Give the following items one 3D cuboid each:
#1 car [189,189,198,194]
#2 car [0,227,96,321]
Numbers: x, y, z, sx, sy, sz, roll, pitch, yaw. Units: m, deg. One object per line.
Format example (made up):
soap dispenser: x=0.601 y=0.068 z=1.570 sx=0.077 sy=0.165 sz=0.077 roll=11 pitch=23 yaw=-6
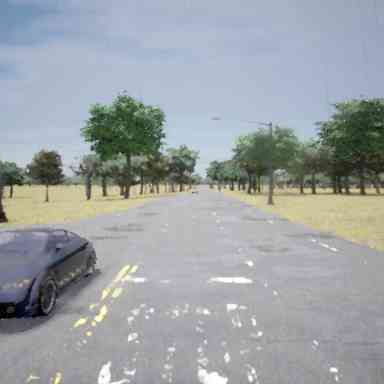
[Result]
car: x=0.437 y=-0.200 z=93.797 sx=1.882 sy=1.535 sz=5.008 roll=0 pitch=1 yaw=9
car: x=-3.514 y=1.484 z=7.107 sx=1.994 sy=1.385 sz=4.181 roll=0 pitch=1 yaw=0
